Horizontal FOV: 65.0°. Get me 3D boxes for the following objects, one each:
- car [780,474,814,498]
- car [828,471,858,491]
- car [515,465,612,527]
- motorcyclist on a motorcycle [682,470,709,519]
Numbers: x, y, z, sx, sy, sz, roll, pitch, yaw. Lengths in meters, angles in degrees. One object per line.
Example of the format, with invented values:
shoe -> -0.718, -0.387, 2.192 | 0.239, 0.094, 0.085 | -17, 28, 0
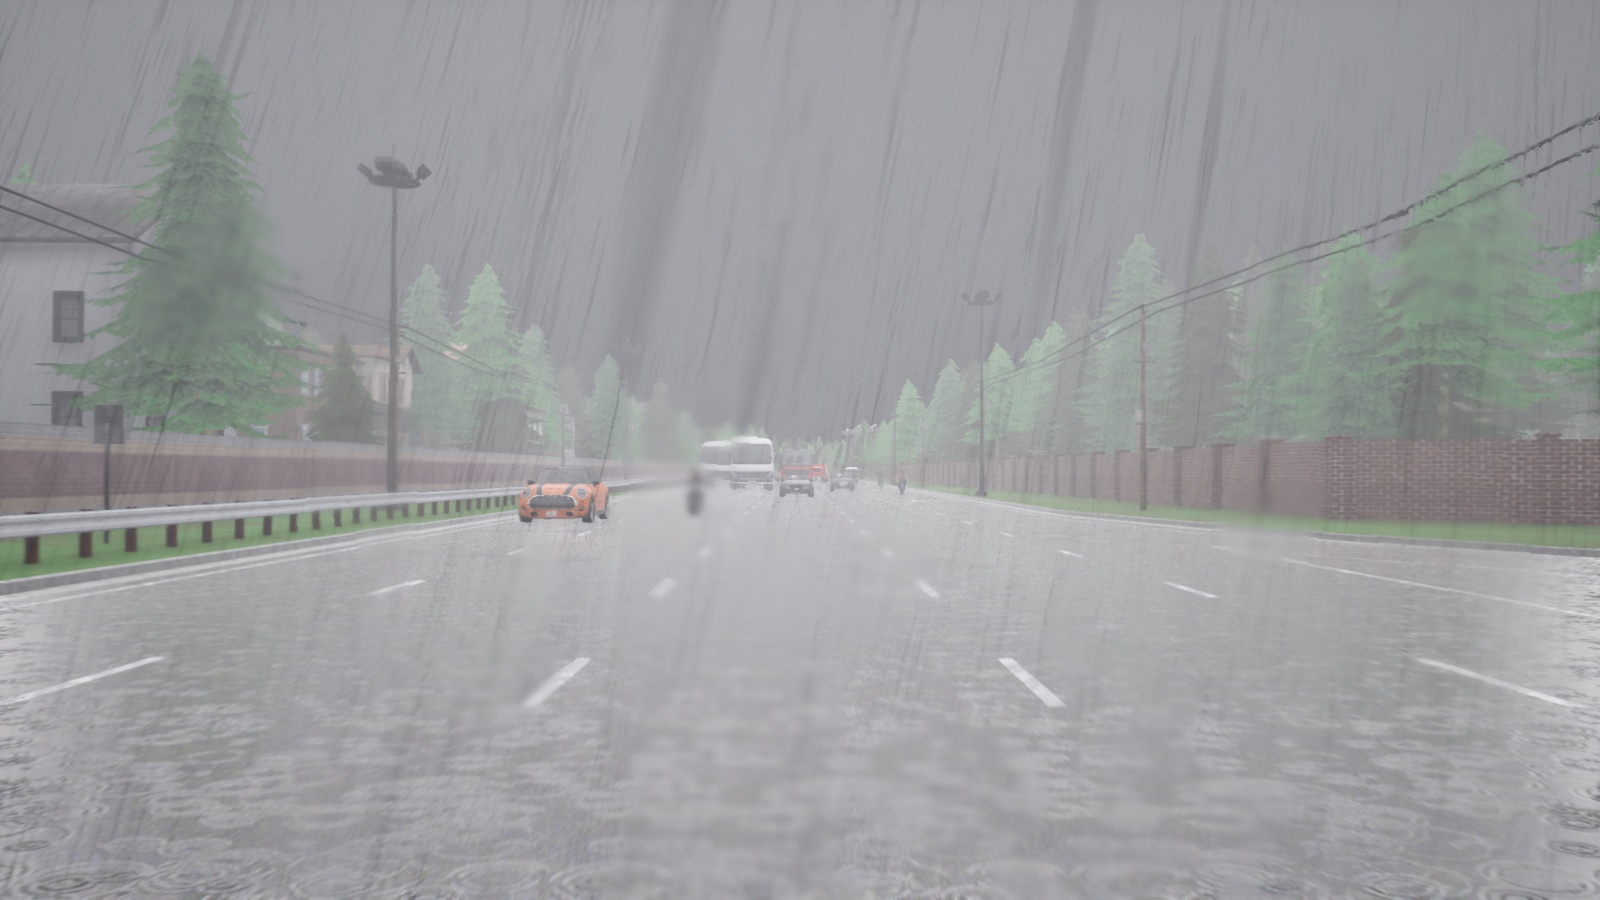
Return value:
car -> -0.186, 2.157, 76.175 | 1.994, 1.385, 4.181 | 0, -1, 0
car -> 3.265, 2.368, 96.002 | 2.128, 1.511, 4.902 | 0, -1, 0
car -> -7.094, 1.342, 38.169 | 2.097, 1.767, 4.553 | 0, -1, 0
motorcyclist on a motorcycle -> -3.607, 1.510, 43.537 | 0.766, 1.649, 2.350 | 0, -1, 0
